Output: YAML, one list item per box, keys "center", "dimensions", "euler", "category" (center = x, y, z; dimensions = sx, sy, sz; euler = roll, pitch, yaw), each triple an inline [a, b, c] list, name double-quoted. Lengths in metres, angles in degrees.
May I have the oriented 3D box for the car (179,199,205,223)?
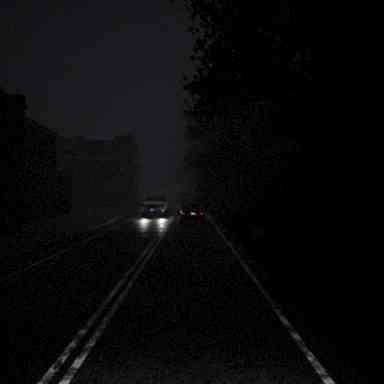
- center: [0.002, 1.549, 25.554]
  dimensions: [2.033, 1.411, 5.357]
  euler: [0, 0, -1]
  category: "car"

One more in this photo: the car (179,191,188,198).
- center: [-2.119, 0.646, 85.318]
  dimensions: [2.150, 2.045, 5.566]
  euler: [0, 1, -3]
  category: "car"

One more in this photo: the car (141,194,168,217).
- center: [-3.471, 1.218, 31.535]
  dimensions: [2.150, 2.045, 5.566]
  euler: [0, 0, 0]
  category: "car"

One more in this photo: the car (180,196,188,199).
- center: [-0.297, 1.574, 42.859]
  dimensions: [1.895, 1.301, 4.718]
  euler: [0, 0, -1]
  category: "car"
